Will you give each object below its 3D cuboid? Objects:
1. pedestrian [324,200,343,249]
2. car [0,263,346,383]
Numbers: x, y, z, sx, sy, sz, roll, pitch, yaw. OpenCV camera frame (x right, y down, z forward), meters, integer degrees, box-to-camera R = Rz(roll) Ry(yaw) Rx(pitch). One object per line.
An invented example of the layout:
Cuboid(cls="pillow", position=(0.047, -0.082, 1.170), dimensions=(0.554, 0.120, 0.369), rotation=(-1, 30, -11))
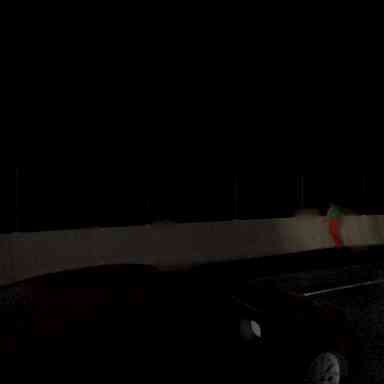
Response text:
Cuboid(cls="pedestrian", position=(5.207, 1.141, 12.169), dimensions=(0.375, 1.860, 0.375), rotation=(0, 0, -23))
Cuboid(cls="car", position=(-0.522, 1.477, 3.206), dimensions=(5.008, 1.535, 1.882), rotation=(0, 0, -34))
